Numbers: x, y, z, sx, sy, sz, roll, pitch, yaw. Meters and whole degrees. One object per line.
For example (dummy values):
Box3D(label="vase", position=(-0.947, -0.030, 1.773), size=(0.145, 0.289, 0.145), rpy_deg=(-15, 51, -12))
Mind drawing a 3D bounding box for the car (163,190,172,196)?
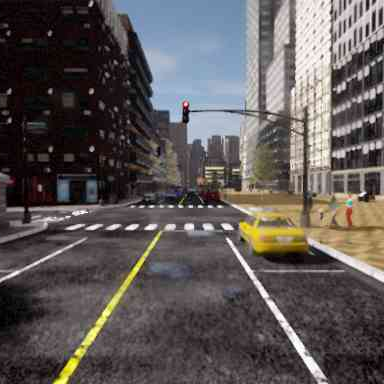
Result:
Box3D(label="car", position=(-5.707, 0.152, 77.338), size=(1.802, 1.307, 4.206), rpy_deg=(0, 1, 0))

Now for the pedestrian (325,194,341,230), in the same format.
Box3D(label="pedestrian", position=(6.977, 0.967, 16.452), size=(0.375, 1.860, 0.375), rpy_deg=(0, 1, 0))

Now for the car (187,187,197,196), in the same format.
Box3D(label="car", position=(-0.013, 0.192, 73.371), size=(1.994, 1.385, 4.181), rpy_deg=(0, 1, 0))

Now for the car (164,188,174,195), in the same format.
Box3D(label="car", position=(-5.709, -0.086, 82.861), size=(1.967, 1.590, 4.097), rpy_deg=(0, 1, 0))

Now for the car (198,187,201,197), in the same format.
Box3D(label="car", position=(2.674, 0.079, 66.282), size=(2.192, 1.841, 5.009), rpy_deg=(0, 1, 0))

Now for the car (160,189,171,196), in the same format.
Box3D(label="car", position=(-5.707, 0.107, 71.809), size=(1.967, 1.590, 4.097), rpy_deg=(0, 1, 0))

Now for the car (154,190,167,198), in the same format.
Box3D(label="car", position=(-5.704, 0.412, 60.759), size=(2.008, 1.369, 4.403), rpy_deg=(0, 1, 0))

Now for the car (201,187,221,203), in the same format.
Box3D(label="car", position=(2.678, 0.476, 44.180), size=(2.192, 1.841, 5.009), rpy_deg=(0, 1, 0))

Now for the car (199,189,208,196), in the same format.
Box3D(label="car", position=(2.673, 0.115, 77.338), size=(1.887, 1.381, 4.507), rpy_deg=(0, 1, 0))

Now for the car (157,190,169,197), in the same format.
Box3D(label="car", position=(-5.706, 0.308, 66.284), size=(1.887, 1.381, 4.507), rpy_deg=(0, 1, 0))

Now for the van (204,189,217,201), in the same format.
Box3D(label="van", position=(2.676, 0.401, 49.705), size=(1.690, 1.788, 3.998), rpy_deg=(0, 1, 0))

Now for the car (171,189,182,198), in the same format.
Box3D(label="car", position=(-3.021, 0.249, 65.847), size=(1.882, 1.535, 5.008), rpy_deg=(0, 1, 0))

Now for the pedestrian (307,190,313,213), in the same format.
Box3D(label="pedestrian", position=(6.131, 0.799, 17.648), size=(0.375, 1.860, 0.375), rpy_deg=(0, 1, 0))

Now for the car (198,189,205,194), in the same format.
Box3D(label="car", position=(2.670, -0.195, 94.085), size=(1.752, 1.417, 4.829), rpy_deg=(0, 1, 0))

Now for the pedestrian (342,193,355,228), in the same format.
Box3D(label="pedestrian", position=(8.114, 0.933, 17.051), size=(0.375, 1.860, 0.375), rpy_deg=(0, 1, 0))

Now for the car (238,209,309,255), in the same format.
Box3D(label="car", position=(2.684, 1.292, 11.946), size=(1.752, 1.417, 4.829), rpy_deg=(0, 1, 0))

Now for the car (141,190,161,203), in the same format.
Box3D(label="car", position=(-5.701, 0.711, 44.182), size=(2.008, 1.369, 4.403), rpy_deg=(0, 1, 0))

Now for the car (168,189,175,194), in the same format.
Box3D(label="car", position=(-5.710, -0.189, 93.744), size=(1.752, 1.417, 4.829), rpy_deg=(0, 1, 0))

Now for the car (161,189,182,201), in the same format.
Box3D(label="car", position=(-3.086, 0.603, 49.933), size=(2.033, 1.411, 5.357), rpy_deg=(0, 1, 0))
